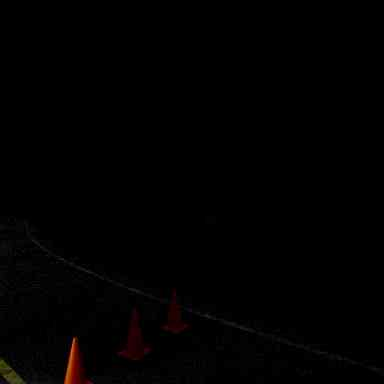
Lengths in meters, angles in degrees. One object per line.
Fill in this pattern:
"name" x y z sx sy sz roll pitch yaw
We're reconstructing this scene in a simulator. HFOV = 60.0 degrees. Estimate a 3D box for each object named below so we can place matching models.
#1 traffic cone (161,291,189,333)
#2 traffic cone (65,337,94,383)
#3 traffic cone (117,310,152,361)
"traffic cone" -0.277 1.931 5.460 0.340 0.580 0.340 1 1 31
"traffic cone" -1.313 1.945 3.759 0.340 0.580 0.340 1 1 31
"traffic cone" -0.795 1.938 4.610 0.340 0.580 0.340 1 1 31
